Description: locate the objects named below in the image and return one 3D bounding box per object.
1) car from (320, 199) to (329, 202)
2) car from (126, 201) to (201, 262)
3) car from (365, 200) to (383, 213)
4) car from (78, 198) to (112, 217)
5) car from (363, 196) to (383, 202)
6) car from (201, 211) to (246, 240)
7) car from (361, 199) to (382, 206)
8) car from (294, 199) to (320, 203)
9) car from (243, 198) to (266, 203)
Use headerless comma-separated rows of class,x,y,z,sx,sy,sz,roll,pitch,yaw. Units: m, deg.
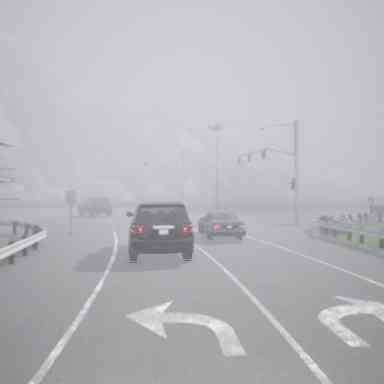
car,25.804,2.208,68.489,4.902,1.511,2.128,0,-1,-16
car,-1.328,1.358,12.905,2.150,2.045,5.566,0,-1,-10
car,20.662,1.837,34.140,4.892,1.490,1.837,0,-1,-16
car,-10.553,1.613,36.041,2.150,2.045,5.566,1,-1,-36
car,33.885,1.809,59.948,5.566,2.045,2.150,0,-1,-18
car,1.497,1.738,18.302,2.033,1.411,5.357,0,-1,-6
car,39.989,2.249,74.044,4.674,1.442,1.812,0,-1,-26
car,18.302,2.061,55.521,4.892,1.490,1.837,0,-1,-16
car,12.104,2.010,64.642,4.553,1.767,2.097,0,-1,-15
